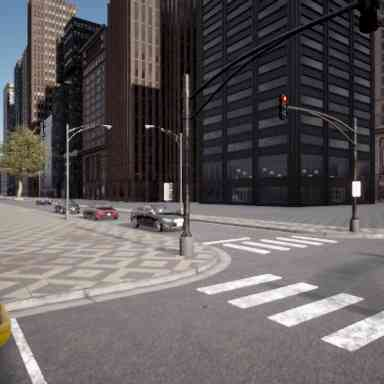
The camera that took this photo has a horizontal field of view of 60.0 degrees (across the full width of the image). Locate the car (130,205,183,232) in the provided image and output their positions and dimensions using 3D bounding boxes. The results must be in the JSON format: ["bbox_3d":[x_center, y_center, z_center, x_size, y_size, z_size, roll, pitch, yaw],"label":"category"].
[{"bbox_3d":[-2.116,1.542,20.534,2.128,1.511,4.902,0,0,-36],"label":"car"}]

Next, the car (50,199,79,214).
[{"bbox_3d":[-13.889,1.605,36.908,1.837,1.490,4.892,0,0,-36],"label":"car"}]

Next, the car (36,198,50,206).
[{"bbox_3d":[-27.021,1.777,60.600,1.895,1.301,4.718,0,0,-36],"label":"car"}]

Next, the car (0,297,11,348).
[{"bbox_3d":[-4.611,1.524,3.362,4.829,1.417,1.752,0,0,-36],"label":"car"}]

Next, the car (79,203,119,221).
[{"bbox_3d":[-7.867,1.638,28.534,1.994,1.385,4.181,0,0,-35],"label":"car"}]
